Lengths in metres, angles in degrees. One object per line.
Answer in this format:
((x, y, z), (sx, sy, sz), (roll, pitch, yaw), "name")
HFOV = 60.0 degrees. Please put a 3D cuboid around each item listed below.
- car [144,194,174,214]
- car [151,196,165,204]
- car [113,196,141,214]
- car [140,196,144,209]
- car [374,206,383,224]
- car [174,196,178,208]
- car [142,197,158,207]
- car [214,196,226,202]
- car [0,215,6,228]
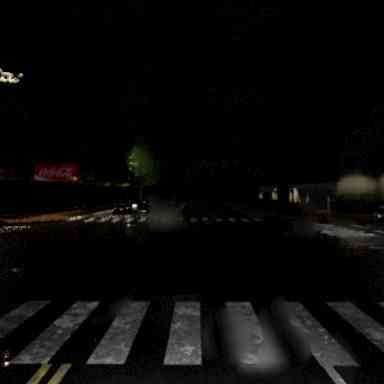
((-3.453, 1.233, 36.157), (2.150, 2.045, 5.566), (0, 0, 1), "car")
((-6.535, 1.498, 64.381), (1.882, 1.535, 5.008), (0, 0, 2), "car")
((-6.956, 1.516, 35.234), (1.837, 1.490, 4.892), (0, 0, 1), "car")
((-6.879, 1.366, 44.201), (2.097, 1.767, 4.553), (0, 0, 1), "car")
((15.066, 1.228, 21.806), (5.566, 2.045, 2.150), (0, 0, 1), "car")
((-3.357, 1.615, 45.920), (1.895, 1.301, 4.718), (0, 0, 1), "car")
((-6.769, 1.581, 54.098), (1.994, 1.385, 4.181), (0, 0, 0), "car")
((6.351, 1.576, 75.007), (1.994, 1.385, 4.181), (0, 0, 20), "car")
((-13.009, 1.541, 17.809), (5.357, 1.411, 2.033), (0, 0, 0), "car")
